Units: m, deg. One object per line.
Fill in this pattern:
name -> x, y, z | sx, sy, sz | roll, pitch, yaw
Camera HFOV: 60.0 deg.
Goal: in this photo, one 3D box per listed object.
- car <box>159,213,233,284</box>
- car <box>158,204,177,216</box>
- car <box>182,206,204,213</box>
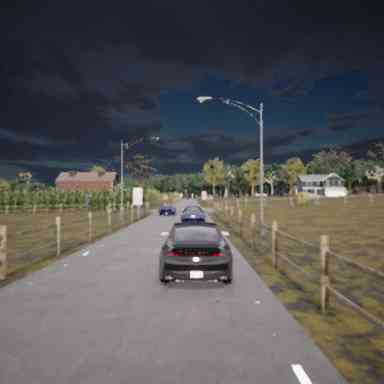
car -> 0.099, 1.627, 9.951 | 1.837, 1.490, 4.892 | 0, 0, 0
car -> -2.756, 2.051, 37.930 | 1.895, 1.301, 4.718 | 0, -1, 0
car -> 0.096, 1.873, 27.725 | 1.994, 1.385, 4.181 | 0, -1, 0
